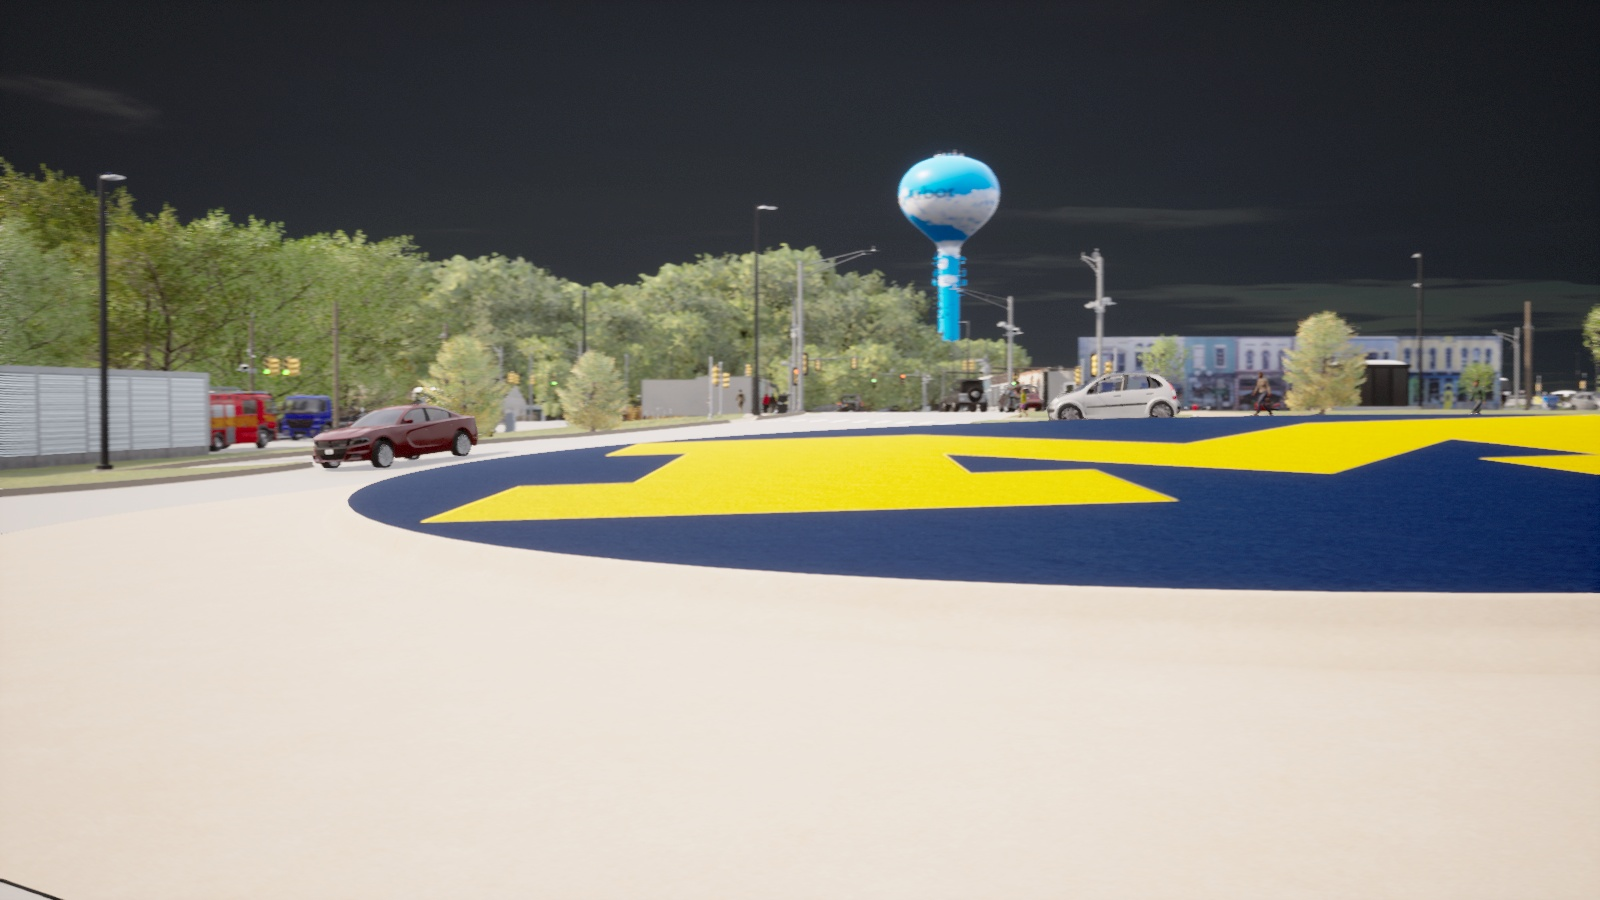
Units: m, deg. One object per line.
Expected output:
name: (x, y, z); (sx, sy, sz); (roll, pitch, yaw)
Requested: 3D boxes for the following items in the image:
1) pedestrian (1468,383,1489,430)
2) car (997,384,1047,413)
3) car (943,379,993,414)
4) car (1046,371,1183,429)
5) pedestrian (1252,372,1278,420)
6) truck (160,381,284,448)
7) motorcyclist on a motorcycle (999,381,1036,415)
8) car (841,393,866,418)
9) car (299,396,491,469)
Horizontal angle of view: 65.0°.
pedestrian: (26.619, -1.705, 49.242); (0.614, 1.847, 0.353); (0, 1, -6)
car: (12.619, -2.901, 71.557); (1.851, 1.617, 3.988); (0, 2, -4)
car: (9.473, -3.009, 70.952); (1.905, 1.878, 3.866); (0, 1, -6)
car: (9.651, -1.513, 38.655); (3.988, 1.617, 1.851); (-1, 0, 14)
pedestrian: (17.767, -2.059, 47.998); (0.869, 1.805, 0.328); (0, 1, -15)
truck: (-34.770, -2.190, 75.969); (2.891, 3.827, 8.468); (1, 2, 6)
motorcyclist on a motorcycle: (10.742, -2.549, 62.008); (0.766, 1.649, 2.350); (0, 2, -18)
car: (4.180, -3.467, 98.540); (1.905, 1.878, 3.866); (0, 1, 1)
car: (-10.463, -0.506, 32.937); (1.882, 1.535, 5.008); (-2, 4, 23)
